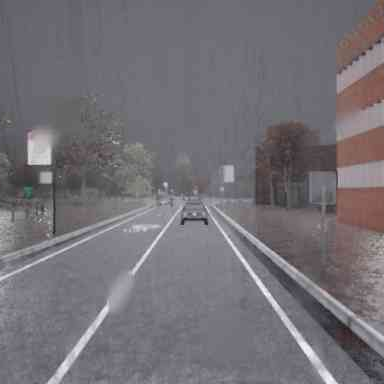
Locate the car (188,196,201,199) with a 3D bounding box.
[{"bbox_3d":[0.297,1.266,39.826,2.128,1.511,4.902,0,0,1],"label":"car"}]

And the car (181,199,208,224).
[{"bbox_3d":[0.171,1.425,23.247,2.033,1.411,5.357,0,0,0],"label":"car"}]

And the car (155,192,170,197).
[{"bbox_3d":[-3.076,0.963,38.360,2.128,1.511,4.902,0,0,0],"label":"car"}]
